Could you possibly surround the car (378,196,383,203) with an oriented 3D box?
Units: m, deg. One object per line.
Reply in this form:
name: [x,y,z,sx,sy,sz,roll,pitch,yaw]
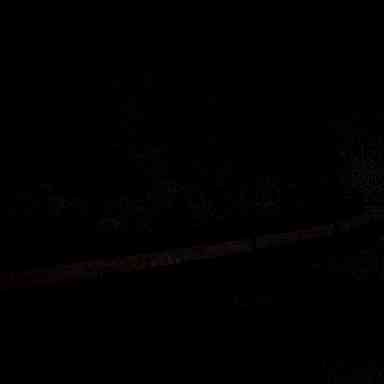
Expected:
car: [35.854,1.375,61.301,1.882,1.535,5.008,0,0,13]
